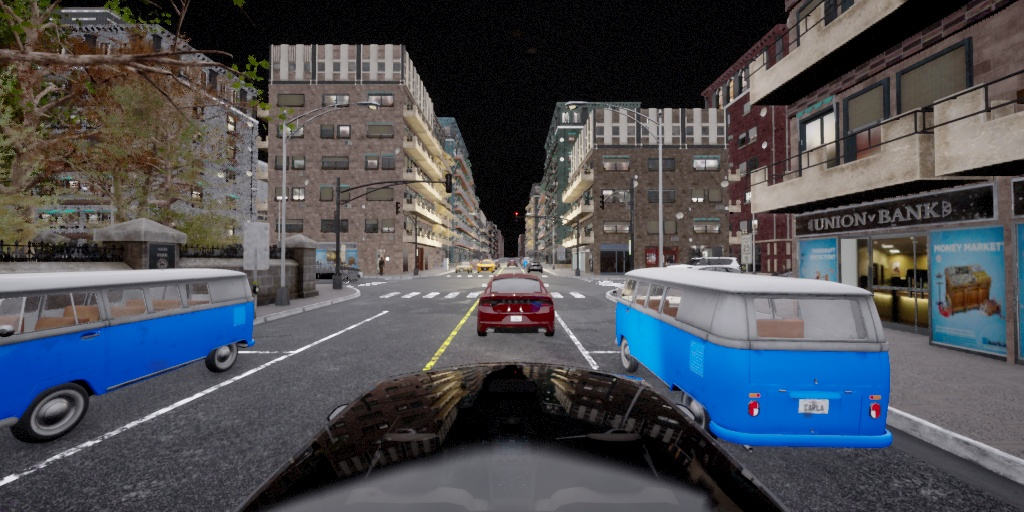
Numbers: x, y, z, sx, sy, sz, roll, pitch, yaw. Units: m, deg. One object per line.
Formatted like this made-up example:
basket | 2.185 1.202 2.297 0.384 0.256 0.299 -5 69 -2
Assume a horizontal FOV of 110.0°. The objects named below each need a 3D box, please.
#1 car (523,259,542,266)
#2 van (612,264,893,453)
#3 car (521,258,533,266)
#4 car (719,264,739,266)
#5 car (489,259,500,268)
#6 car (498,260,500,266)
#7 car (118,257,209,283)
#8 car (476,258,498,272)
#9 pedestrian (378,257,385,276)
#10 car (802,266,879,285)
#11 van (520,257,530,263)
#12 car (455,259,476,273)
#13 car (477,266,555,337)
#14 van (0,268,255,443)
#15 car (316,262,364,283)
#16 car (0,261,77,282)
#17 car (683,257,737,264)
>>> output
car | 2.690 1.331 42.967 1.948 1.339 4.313 0 0 0
van | 2.658 1.092 5.020 1.690 1.789 3.998 0 0 0
car | 2.689 1.319 48.609 2.007 1.370 4.403 0 0 0
car | 13.533 1.334 22.755 4.313 1.339 1.948 0 0 1
car | -3.064 1.301 63.758 1.812 1.442 4.674 0 0 0
car | -3.098 1.318 53.619 2.033 1.411 5.357 0 0 0
car | -24.957 0.954 25.816 4.553 1.767 2.097 0 -1 1
car | -3.103 1.244 43.658 1.882 1.535 5.008 0 0 0
pedestrian | -12.540 0.969 34.408 0.375 1.860 0.375 0 -1 1
car | 25.897 1.506 28.405 4.181 1.385 1.994 0 -1 1
van | 2.689 1.114 59.894 1.690 1.789 3.998 0 0 0
car | -5.691 1.291 42.796 1.751 1.417 4.829 0 0 0
car | 0.097 1.231 10.381 1.882 1.535 5.008 0 0 0
van | -5.656 1.092 5.021 1.690 1.789 3.998 0 0 0
car | -13.217 1.159 25.675 4.902 1.511 2.128 0 -1 1
car | -35.359 1.094 25.944 5.357 1.411 2.033 0 -1 1
car | 15.100 1.102 28.526 5.566 2.045 2.150 0 -1 2
